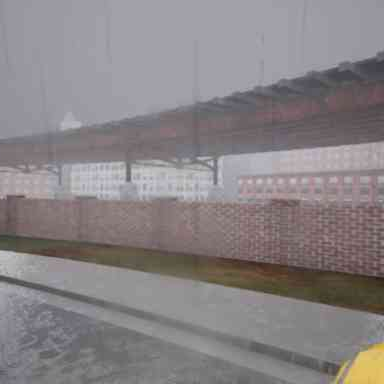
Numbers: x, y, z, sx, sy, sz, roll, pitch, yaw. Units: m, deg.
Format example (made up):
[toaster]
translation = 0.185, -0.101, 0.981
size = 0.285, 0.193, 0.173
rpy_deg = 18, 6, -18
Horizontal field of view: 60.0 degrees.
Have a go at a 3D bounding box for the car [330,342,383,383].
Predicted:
[car]
translation = 3.327, 1.475, 1.308
size = 5.366, 1.575, 1.801
rpy_deg = 0, 0, 37
